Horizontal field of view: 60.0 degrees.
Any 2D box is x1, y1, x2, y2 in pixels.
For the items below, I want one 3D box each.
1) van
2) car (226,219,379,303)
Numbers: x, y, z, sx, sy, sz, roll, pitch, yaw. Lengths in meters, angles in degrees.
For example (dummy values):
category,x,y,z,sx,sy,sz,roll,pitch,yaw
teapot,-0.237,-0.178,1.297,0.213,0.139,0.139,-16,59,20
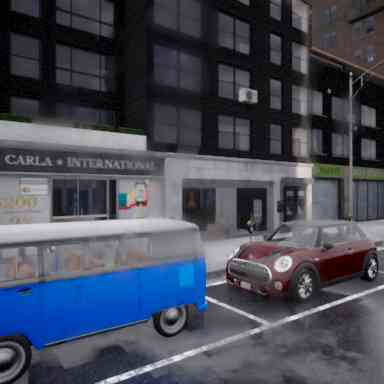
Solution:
category,x,y,z,sx,sy,sz,roll,pitch,yaw
van,-1.651,1.341,5.011,3.998,1.788,1.690,0,0,-36
car,2.751,1.438,8.161,4.097,1.590,1.967,0,0,-36
